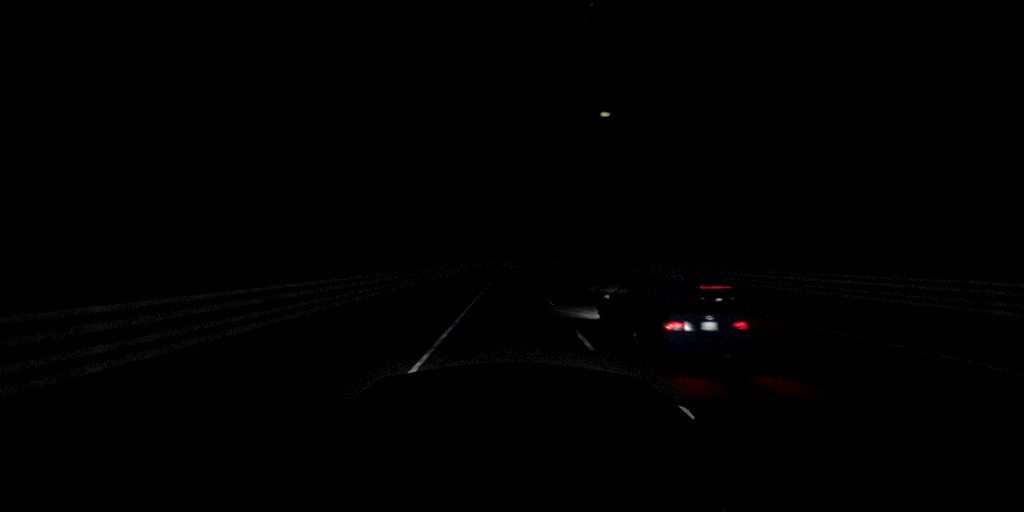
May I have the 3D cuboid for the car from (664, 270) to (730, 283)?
[{"bbox_3d":[7.105,1.326,14.771,2.128,1.511,4.902,0,0,0],"label":"car"}]

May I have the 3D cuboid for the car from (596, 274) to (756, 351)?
[{"bbox_3d":[3.603,1.345,9.061,2.033,1.411,5.357,0,0,0],"label":"car"}]
